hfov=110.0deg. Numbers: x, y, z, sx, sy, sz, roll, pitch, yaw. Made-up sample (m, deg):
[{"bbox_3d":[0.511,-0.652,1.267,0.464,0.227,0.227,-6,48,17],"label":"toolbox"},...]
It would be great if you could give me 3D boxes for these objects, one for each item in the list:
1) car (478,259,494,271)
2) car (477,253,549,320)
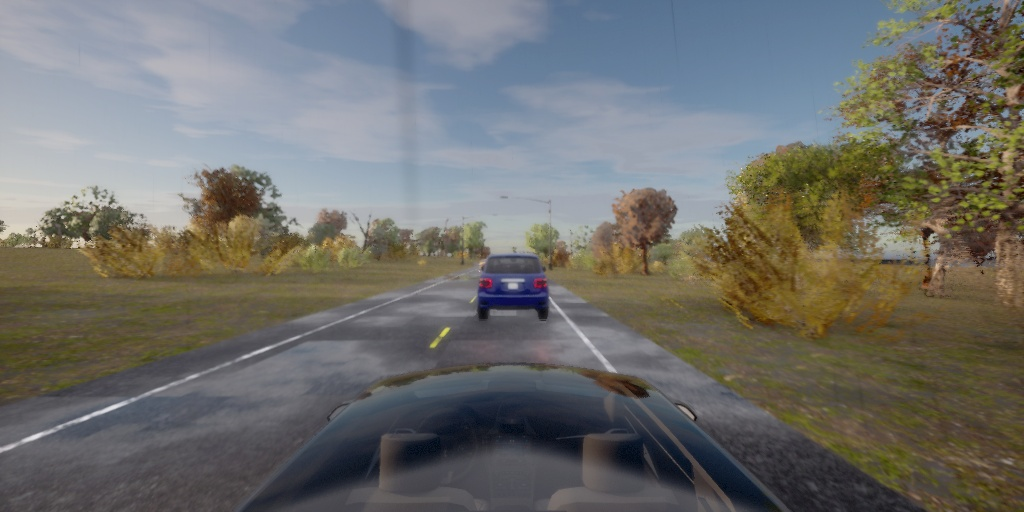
[{"bbox_3d":[-3.612,1.196,51.044,1.882,1.535,5.008,0,0,0],"label":"car"},{"bbox_3d":[0.054,0.956,12.649,2.150,2.045,5.566,0,-1,1],"label":"car"}]
